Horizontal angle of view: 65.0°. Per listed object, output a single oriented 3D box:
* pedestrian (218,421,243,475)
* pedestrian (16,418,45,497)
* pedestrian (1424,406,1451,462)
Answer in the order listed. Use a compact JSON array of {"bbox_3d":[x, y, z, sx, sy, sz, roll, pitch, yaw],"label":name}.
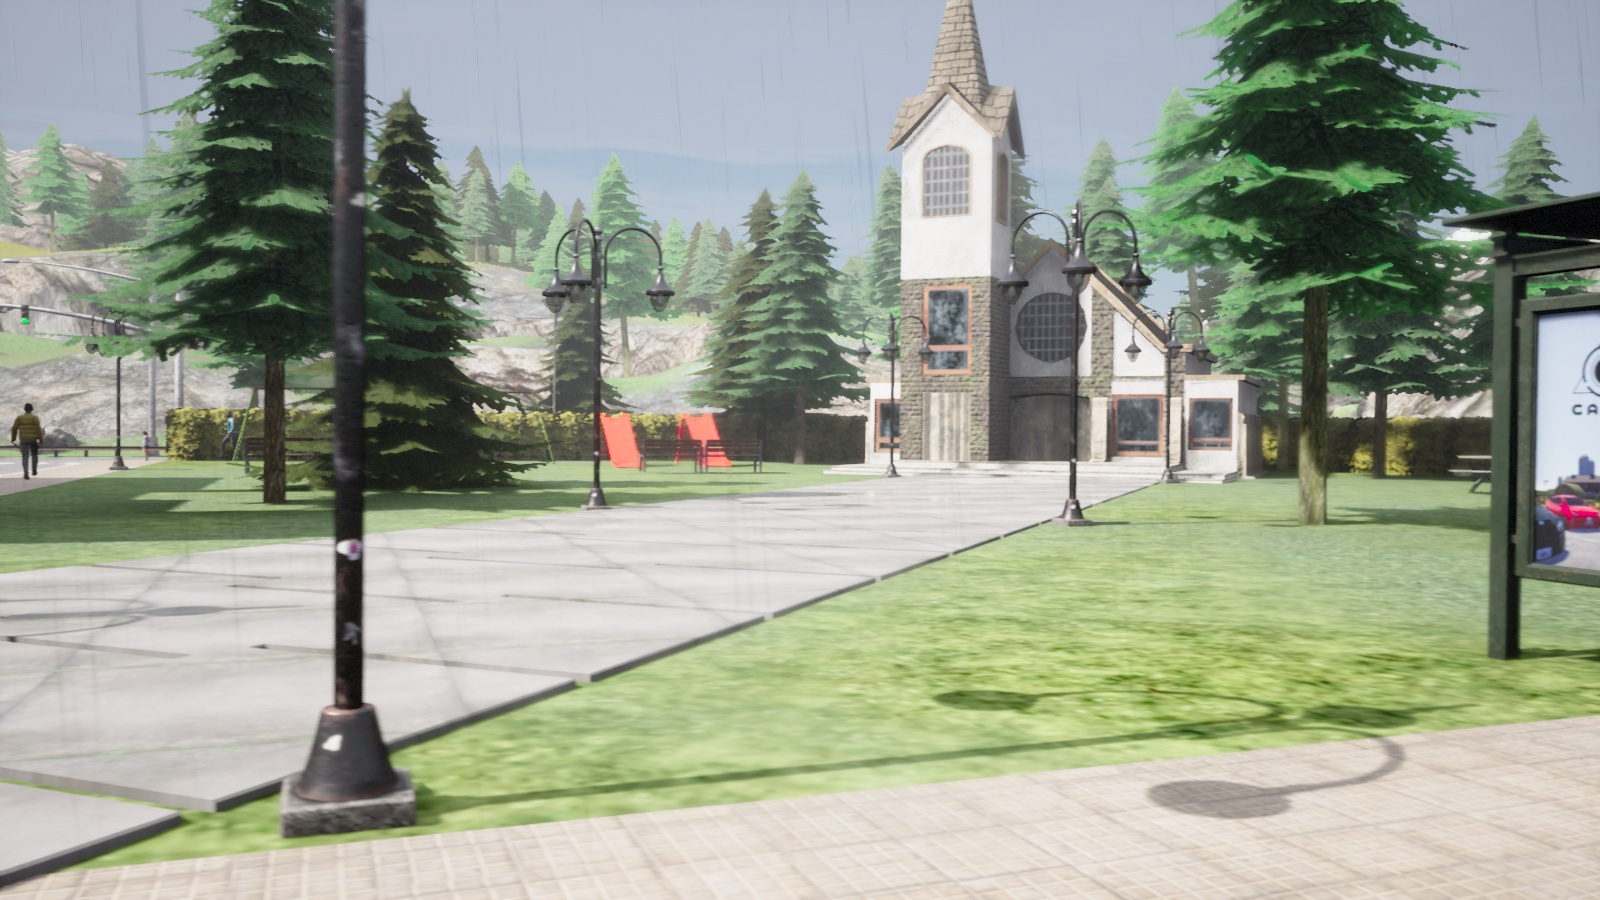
[{"bbox_3d":[-20.864,-0.079,46.021,0.692,1.930,0.396,-2,1,-42],"label":"pedestrian"},{"bbox_3d":[-18.257,0.167,29.812,0.431,1.840,0.709,-1,1,-21],"label":"pedestrian"},{"bbox_3d":[21.279,-0.529,41.913,0.370,1.835,0.726,-2,1,-44],"label":"pedestrian"}]
